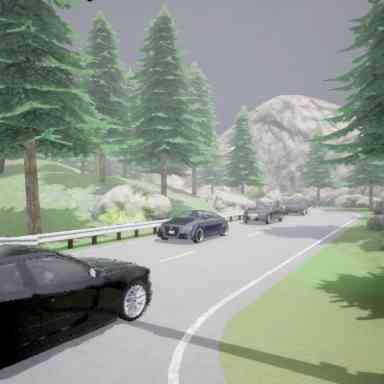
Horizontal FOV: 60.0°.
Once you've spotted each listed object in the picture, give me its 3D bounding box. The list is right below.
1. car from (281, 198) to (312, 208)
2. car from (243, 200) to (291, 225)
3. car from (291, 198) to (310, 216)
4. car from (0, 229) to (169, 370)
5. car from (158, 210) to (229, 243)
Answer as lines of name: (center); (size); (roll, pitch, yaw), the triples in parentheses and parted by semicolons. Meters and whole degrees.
car: (15.450, 1.618, 49.283); (1.994, 1.385, 4.181); (1, 0, -26)
car: (5.391, 1.506, 24.675); (2.128, 1.511, 4.902); (0, 0, 32)
car: (10.550, 1.525, 33.495); (1.837, 1.490, 4.892); (0, 0, 25)
car: (-2.619, 1.525, 4.913); (1.882, 1.535, 5.008); (0, -1, 32)
car: (0.153, 1.573, 16.222); (1.994, 1.385, 4.181); (0, 0, 32)
